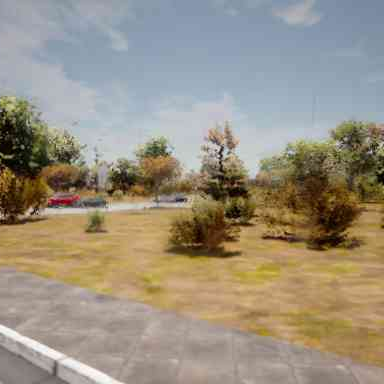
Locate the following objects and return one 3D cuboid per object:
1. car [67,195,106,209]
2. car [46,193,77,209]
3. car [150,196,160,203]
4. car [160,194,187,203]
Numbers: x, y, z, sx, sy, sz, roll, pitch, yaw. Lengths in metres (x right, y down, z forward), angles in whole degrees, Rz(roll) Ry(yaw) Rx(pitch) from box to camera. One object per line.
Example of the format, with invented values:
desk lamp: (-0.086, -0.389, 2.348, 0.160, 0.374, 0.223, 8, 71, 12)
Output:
car: (-14.452, 1.500, 46.641, 1.837, 1.490, 4.892, 0, 0, 39)
car: (-18.649, 1.234, 47.001, 2.150, 2.045, 5.566, 0, 0, 39)
car: (-5.835, 1.365, 62.947, 1.895, 1.301, 4.718, 0, 1, 37)
car: (-3.009, 1.165, 60.883, 2.097, 1.767, 4.553, 0, 1, 37)
